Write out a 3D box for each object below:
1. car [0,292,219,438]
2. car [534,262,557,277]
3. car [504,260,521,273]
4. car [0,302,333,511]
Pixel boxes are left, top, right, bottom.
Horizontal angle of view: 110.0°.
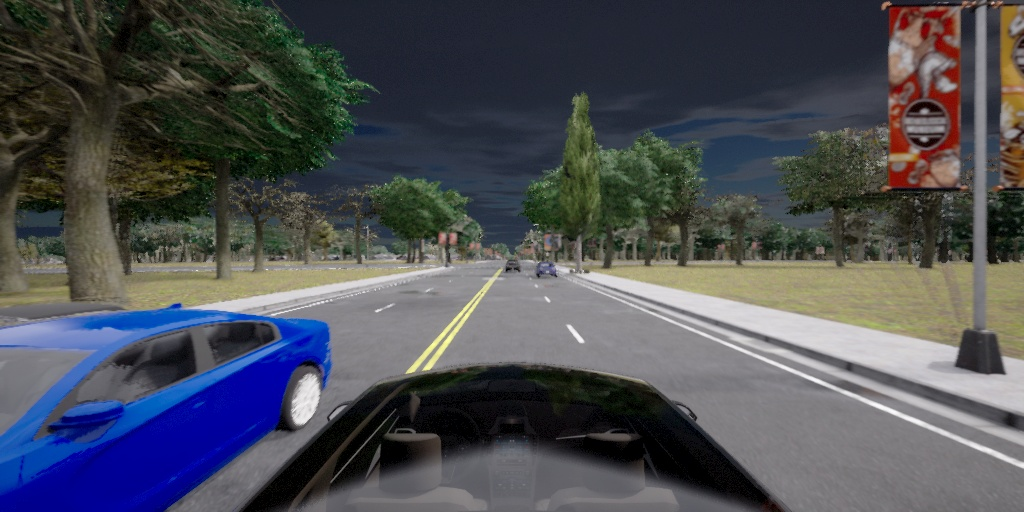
[{"bbox_3d":[-6.571,1.350,4.511,1.895,1.301,4.718,0,0,1],"label":"car"},{"bbox_3d":[3.276,1.289,35.043,1.812,1.442,4.674,0,0,1],"label":"car"},{"bbox_3d":[0.088,1.262,43.856,1.837,1.490,4.892,0,0,0],"label":"car"},{"bbox_3d":[-3.326,1.227,2.719,1.882,1.535,5.008,0,0,0],"label":"car"}]
